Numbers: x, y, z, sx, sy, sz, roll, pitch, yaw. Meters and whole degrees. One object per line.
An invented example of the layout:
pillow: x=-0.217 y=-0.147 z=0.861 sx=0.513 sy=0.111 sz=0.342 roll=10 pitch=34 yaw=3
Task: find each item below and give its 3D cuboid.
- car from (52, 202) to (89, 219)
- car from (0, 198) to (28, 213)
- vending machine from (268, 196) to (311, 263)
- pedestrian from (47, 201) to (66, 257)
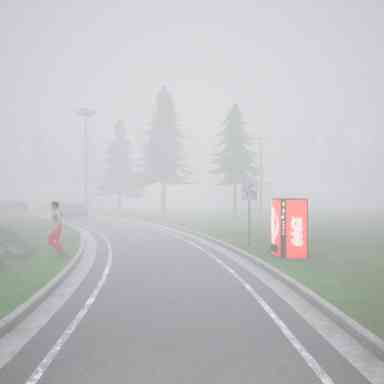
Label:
car: x=-10.954 y=1.564 z=29.807 sx=1.994 sy=1.385 sz=4.181 roll=0 pitch=0 yaw=-43
car: x=-20.473 y=1.478 z=37.234 sx=5.008 sy=1.535 sz=1.882 roll=0 pitch=0 yaw=30
vending machine: x=3.208 y=1.195 z=11.024 sx=1.100 sy=2.100 sz=0.880 roll=0 pitch=0 yaw=-10
pedestrian: x=-4.319 y=1.141 z=10.593 sx=0.375 sy=1.860 sz=0.375 roll=0 pitch=0 yaw=-12
